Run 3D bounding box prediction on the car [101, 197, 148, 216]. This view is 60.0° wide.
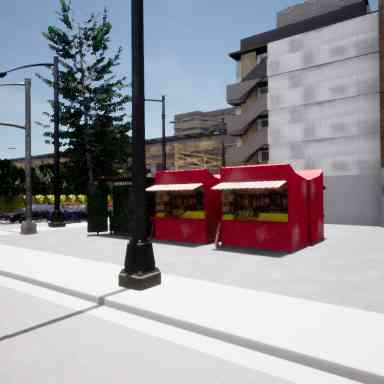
[{"bbox_3d":[-6.893,1.489,34.590,2.097,1.767,4.553,-1,-1,36],"label":"car"}]

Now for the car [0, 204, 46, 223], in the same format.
[{"bbox_3d":[-12.427,1.686,26.946,2.033,1.411,5.357,-1,-1,36],"label":"car"}]

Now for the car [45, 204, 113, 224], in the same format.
[{"bbox_3d":[-8.543,1.688,25.999,1.895,1.301,4.718,-1,-1,36],"label":"car"}]
